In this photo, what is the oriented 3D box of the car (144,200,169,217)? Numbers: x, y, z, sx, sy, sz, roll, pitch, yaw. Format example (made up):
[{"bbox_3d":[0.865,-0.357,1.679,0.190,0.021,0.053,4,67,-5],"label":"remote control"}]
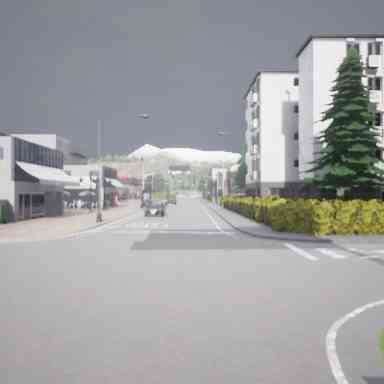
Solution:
[{"bbox_3d":[-3.528,1.626,32.728,2.128,1.511,4.902,0,0,0],"label":"car"}]

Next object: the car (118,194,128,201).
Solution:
[{"bbox_3d":[-19.000,1.866,91.432,2.007,1.523,4.514,0,0,0],"label":"car"}]
